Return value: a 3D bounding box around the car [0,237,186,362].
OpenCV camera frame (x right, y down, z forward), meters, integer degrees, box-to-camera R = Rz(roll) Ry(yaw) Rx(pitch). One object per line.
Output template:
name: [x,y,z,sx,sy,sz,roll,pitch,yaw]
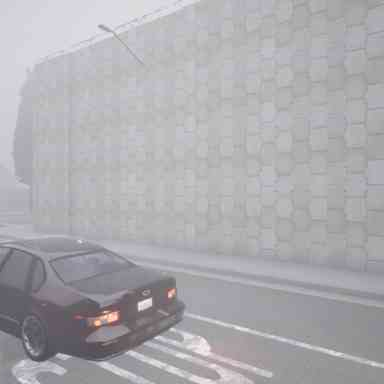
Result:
car: [-2.676,1.547,5.890,5.357,1.411,2.033,0,0,35]
